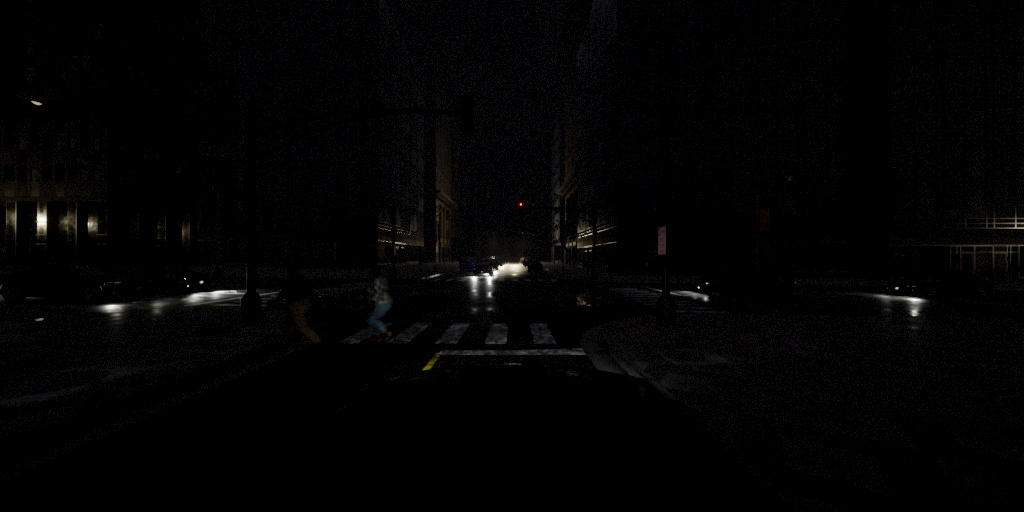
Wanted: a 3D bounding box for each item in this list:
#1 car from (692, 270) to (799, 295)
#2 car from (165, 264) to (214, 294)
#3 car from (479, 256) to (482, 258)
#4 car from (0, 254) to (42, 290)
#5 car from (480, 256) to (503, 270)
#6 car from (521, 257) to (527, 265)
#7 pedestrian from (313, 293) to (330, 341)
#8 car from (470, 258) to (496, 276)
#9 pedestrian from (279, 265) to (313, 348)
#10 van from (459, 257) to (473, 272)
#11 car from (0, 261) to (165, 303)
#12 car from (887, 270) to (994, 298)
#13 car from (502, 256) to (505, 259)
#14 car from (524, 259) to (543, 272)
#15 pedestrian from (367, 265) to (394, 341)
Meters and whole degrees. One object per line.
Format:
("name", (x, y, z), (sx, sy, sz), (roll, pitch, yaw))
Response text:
("car", (13.651, 1.503, 21.085), (5.357, 1.411, 2.033), (1, 0, 0))
("car", (-17.417, 1.094, 17.817), (4.181, 1.385, 1.994), (1, 0, 0))
("car", (-5.528, 1.128, 62.094), (1.967, 1.591, 4.097), (0, 0, 0))
("car", (-27.085, 0.761, 17.876), (4.553, 1.767, 2.097), (0, 0, 0))
("car", (-2.840, 1.200, 49.852), (2.128, 1.511, 4.902), (0, 0, 1))
("car", (2.997, 1.270, 62.040), (1.802, 1.307, 4.207), (0, 0, 0))
("pedestrian", (-4.810, 1.422, 8.801), (0.500, 1.100, 0.500), (0, 0, 0))
("car", (-2.925, 1.252, 37.232), (1.812, 1.442, 4.674), (0, 0, 0))
("pedestrian", (-4.523, 1.044, 7.508), (0.375, 1.860, 0.375), (0, 0, 0))
("van", (-5.639, 1.058, 45.147), (1.690, 1.789, 3.998), (0, 0, 0))
("car", (-17.608, 0.993, 14.568), (5.008, 1.535, 1.882), (1, 0, 0))
("car", (24.995, 1.609, 21.022), (4.892, 1.490, 1.837), (-1, 0, 0))
("car", (-2.703, 1.207, 65.145), (1.812, 1.442, 4.674), (0, 0, 1))
("car", (2.886, 1.283, 45.092), (1.948, 1.339, 4.313), (0, 0, 0))
("pedestrian", (-3.007, 1.043, 8.199), (0.375, 1.860, 0.375), (0, 0, 0))
